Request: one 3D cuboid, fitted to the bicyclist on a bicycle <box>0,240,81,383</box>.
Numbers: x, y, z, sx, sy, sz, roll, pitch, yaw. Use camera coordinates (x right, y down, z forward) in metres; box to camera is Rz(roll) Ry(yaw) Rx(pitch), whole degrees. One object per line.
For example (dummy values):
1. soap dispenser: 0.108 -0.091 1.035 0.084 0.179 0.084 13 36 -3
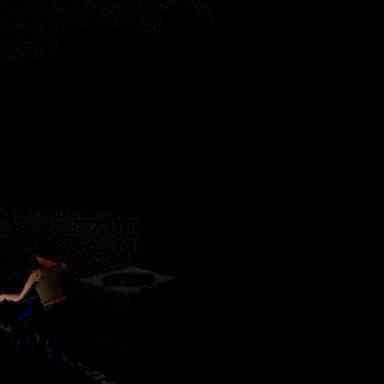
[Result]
1. bicyclist on a bicycle: -1.724 1.336 3.807 1.509 1.612 0.866 2 4 38
